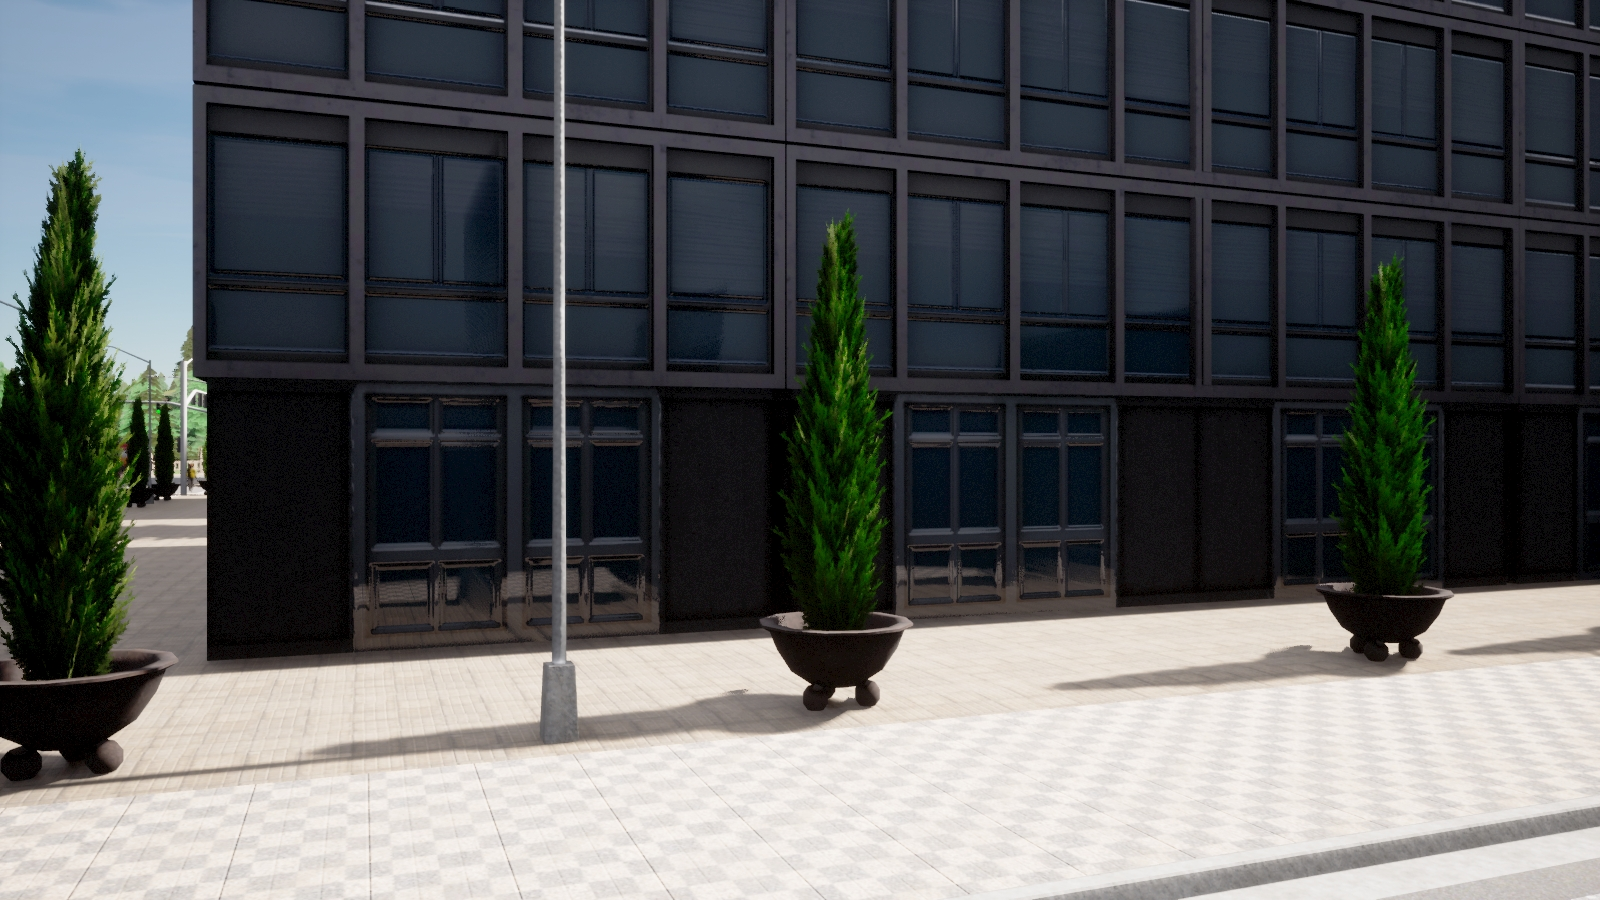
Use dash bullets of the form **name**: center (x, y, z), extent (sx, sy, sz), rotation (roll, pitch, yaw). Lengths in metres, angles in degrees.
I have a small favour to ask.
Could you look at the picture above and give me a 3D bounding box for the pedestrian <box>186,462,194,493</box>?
- **pedestrian**: center (-36.897, 1.673, 69.146), extent (0.375, 1.860, 0.375), rotation (0, 0, -17)
